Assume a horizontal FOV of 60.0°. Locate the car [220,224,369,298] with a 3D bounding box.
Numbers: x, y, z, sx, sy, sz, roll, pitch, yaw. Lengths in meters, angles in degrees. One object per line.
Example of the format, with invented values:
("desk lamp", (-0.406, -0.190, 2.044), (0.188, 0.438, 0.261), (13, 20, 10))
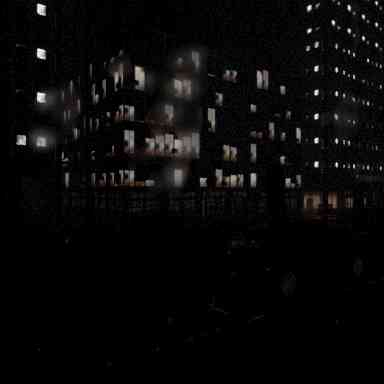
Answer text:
("car", (2.741, 1.545, 8.504), (4.507, 1.381, 1.887), (0, 0, -35))
